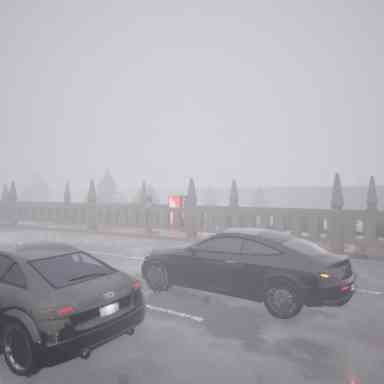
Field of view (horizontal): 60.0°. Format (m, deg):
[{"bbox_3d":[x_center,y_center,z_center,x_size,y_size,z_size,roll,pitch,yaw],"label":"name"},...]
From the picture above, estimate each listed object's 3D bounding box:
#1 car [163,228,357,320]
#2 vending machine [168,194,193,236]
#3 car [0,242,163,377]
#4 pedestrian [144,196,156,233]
[{"bbox_3d":[1.008,1.521,7.293,4.674,1.442,1.812,0,0,34],"label":"car"},{"bbox_3d":[-0.584,1.182,17.633,0.880,2.100,1.100,0,0,30],"label":"vending machine"},{"bbox_3d":[-2.804,1.557,5.563,4.181,1.385,1.994,0,0,32],"label":"car"},{"bbox_3d":[-2.154,1.127,16.835,0.375,1.860,0.375,0,0,29],"label":"pedestrian"}]
